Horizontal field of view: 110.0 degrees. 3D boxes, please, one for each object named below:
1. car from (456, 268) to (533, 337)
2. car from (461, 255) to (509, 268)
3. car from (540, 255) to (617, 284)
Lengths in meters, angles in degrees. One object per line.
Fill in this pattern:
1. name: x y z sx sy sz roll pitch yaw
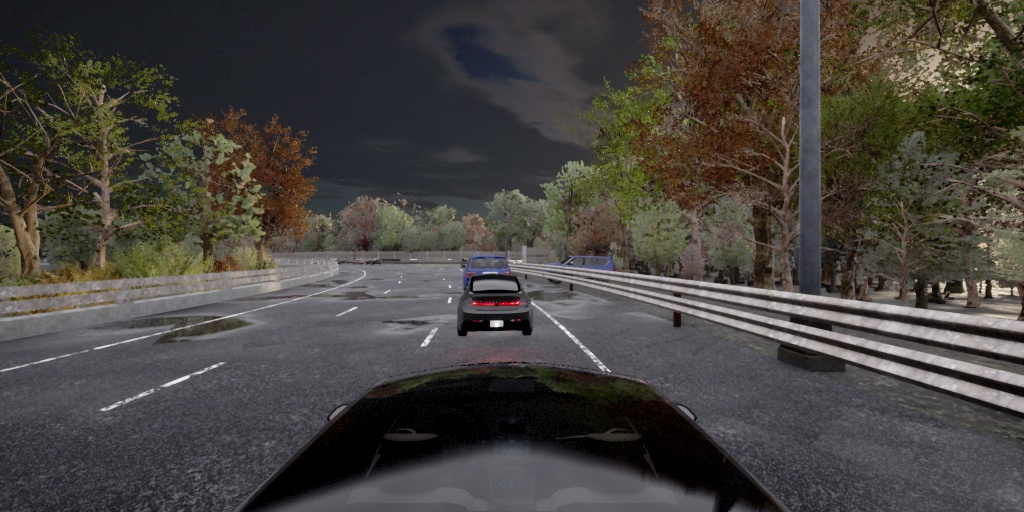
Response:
1. car: -0.551 1.255 10.364 1.837 1.490 4.892 0 0 -5
2. car: -1.319 0.971 17.840 2.150 2.045 5.566 0 0 -9
3. car: 4.829 0.966 26.151 5.566 2.045 2.150 3 1 -6
